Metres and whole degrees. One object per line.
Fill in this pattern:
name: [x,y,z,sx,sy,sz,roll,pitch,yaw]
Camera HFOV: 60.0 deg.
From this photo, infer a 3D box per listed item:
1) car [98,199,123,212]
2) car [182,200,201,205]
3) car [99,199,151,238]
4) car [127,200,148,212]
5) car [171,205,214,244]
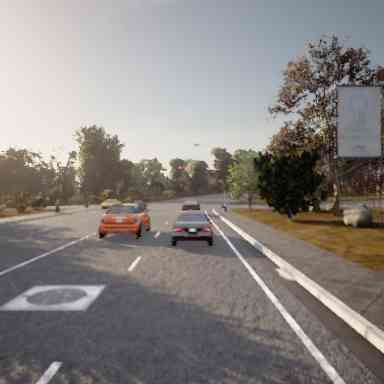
car: [-10.528,1.685,43.326,1.882,1.535,5.008,0,-1,2]
car: [-0.047,1.608,34.570,1.882,1.535,5.008,0,0,0]
car: [-3.512,1.391,18.085,2.097,1.767,4.553,0,0,0]
car: [-7.024,1.776,43.360,1.994,1.385,4.181,0,0,2]
car: [0.006,1.575,15.774,2.033,1.411,5.357,0,0,0]
